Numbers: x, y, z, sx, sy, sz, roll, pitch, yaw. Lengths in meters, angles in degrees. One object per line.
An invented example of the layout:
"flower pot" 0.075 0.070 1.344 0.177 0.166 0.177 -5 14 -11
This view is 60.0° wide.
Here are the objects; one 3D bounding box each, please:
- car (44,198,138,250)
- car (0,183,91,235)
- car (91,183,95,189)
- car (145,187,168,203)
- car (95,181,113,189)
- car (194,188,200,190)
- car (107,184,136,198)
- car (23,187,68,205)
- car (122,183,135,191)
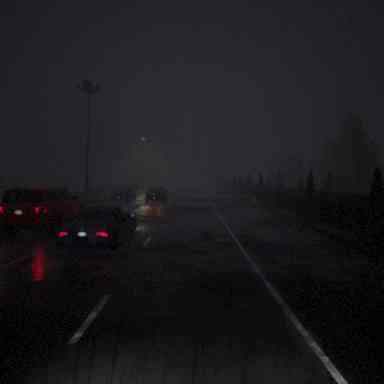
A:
"car" -3.399 1.238 12.799 2.033 1.411 5.357 0 3 0
"car" -6.899 0.762 15.912 2.150 2.045 5.566 0 3 0
"car" -20.997 -1.044 67.991 1.837 1.490 4.892 0 0 0
"car" -3.399 0.232 32.541 2.128 1.511 4.902 0 3 0
"car" -17.497 -1.319 67.963 2.150 2.045 5.566 0 0 0
"car" 1.229 -0.211 88.062 1.837 1.490 4.892 0 -3 0
"car" -6.898 0.216 33.561 1.812 1.442 4.674 0 3 0
"car" -14.096 0.292 32.439 2.033 1.411 5.357 0 3 0
"car" -13.996 -1.017 73.703 1.882 1.535 5.008 0 -2 0
